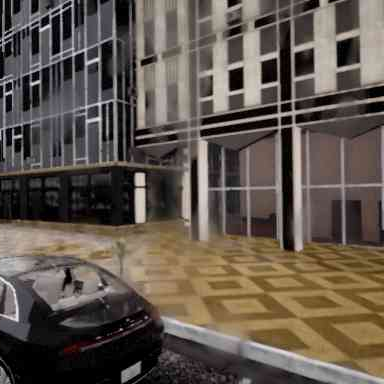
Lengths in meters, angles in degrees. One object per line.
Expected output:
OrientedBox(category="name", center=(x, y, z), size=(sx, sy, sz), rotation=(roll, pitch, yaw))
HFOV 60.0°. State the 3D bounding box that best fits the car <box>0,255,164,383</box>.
OrientedBox(category="car", center=(-2.381, 1.562, 4.584), size=(4.403, 1.369, 2.008), rotation=(0, -1, 35))
